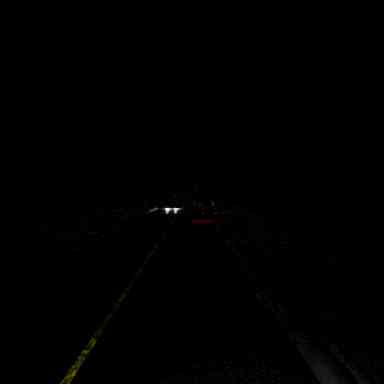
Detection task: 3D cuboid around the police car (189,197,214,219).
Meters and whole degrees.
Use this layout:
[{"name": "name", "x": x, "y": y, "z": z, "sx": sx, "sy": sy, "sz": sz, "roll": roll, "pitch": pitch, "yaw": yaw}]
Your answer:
[{"name": "police car", "x": 0.913, "y": 1.514, "z": 30.493, "sx": 1.930, "sy": 1.638, "sz": 5.238, "roll": 0, "pitch": 0, "yaw": 0}]

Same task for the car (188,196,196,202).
[{"name": "car", "x": 0.035, "y": 1.669, "z": 81.910, "sx": 1.994, "sy": 1.385, "sz": 4.181, "roll": 0, "pitch": 0, "yaw": 0}]

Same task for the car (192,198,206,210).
[{"name": "car", "x": 0.920, "y": 1.616, "z": 46.385, "sx": 1.882, "sy": 1.535, "sz": 5.008, "roll": 0, "pitch": 0, "yaw": 0}]

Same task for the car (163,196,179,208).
[{"name": "car", "x": -3.051, "y": 1.717, "z": 50.946, "sx": 1.994, "sy": 1.385, "sz": 4.181, "roll": 0, "pitch": 0, "yaw": 0}]

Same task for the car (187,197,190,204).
[{"name": "car", "x": 0.029, "y": 1.761, "z": 66.910, "sx": 2.033, "sy": 1.411, "sz": 5.357, "roll": 0, "pitch": 0, "yaw": 0}]
